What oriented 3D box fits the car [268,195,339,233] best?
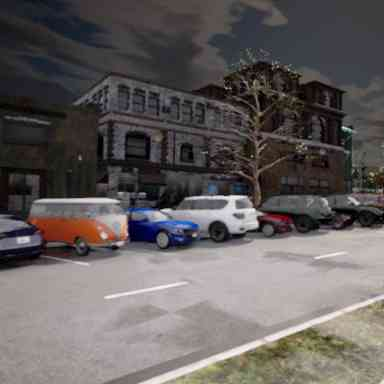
[{"bbox_3d":[5.383,1.233,19.807,5.566,2.045,2.435,-1,-1,35],"label":"car"}]

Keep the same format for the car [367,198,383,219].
[{"bbox_3d":[17.708,1.380,28.448,4.553,1.767,2.185,-1,-1,35],"label":"car"}]

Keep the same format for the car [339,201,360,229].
[{"bbox_3d":[7.890,1.518,21.515,4.792,1.488,2.163,-1,-1,35],"label":"car"}]

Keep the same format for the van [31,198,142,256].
[{"bbox_3d":[-4.304,1.241,12.786,4.442,1.987,1.878,-1,-1,35],"label":"van"}]

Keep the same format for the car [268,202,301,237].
[{"bbox_3d":[2.957,1.480,18.060,5.008,1.535,2.097,-1,-1,35],"label":"car"}]

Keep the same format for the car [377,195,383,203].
[{"bbox_3d":[34.551,1.255,59.538,2.002,1.452,4.674,1,0,35],"label":"car"}]

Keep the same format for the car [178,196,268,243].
[{"bbox_3d":[0.479,1.225,16.336,5.566,2.045,2.435,-1,-1,35],"label":"car"}]

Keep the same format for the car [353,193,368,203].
[{"bbox_3d":[40.724,1.502,80.433,2.435,2.045,5.566,1,-2,35],"label":"car"}]

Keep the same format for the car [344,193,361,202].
[{"bbox_3d":[31.181,1.091,64.392,2.185,1.767,4.553,0,-1,36],"label":"car"}]

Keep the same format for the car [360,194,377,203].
[{"bbox_3d":[32.872,1.217,61.973,2.231,1.521,4.892,0,-1,36],"label":"car"}]

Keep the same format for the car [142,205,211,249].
[{"bbox_3d":[-1.948,1.472,14.587,5.008,1.535,2.097,-1,-1,35],"label":"car"}]

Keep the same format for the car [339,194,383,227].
[{"bbox_3d":[10.342,1.241,23.258,5.566,2.045,2.435,-1,-1,35],"label":"car"}]

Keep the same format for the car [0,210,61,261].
[{"bbox_3d":[-6.884,1.493,11.117,4.792,1.488,2.163,-1,-1,34],"label":"car"}]

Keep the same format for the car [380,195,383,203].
[{"bbox_3d":[44.171,1.628,75.499,2.185,1.767,4.553,1,-2,36],"label":"car"}]
